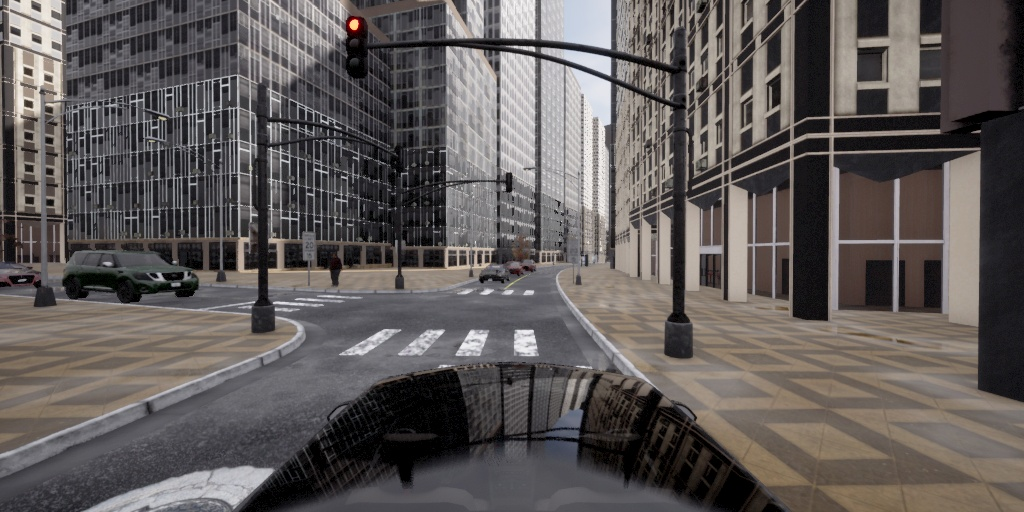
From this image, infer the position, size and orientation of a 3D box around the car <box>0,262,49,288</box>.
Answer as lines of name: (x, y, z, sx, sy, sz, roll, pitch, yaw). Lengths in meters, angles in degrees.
car: (-25.803, 0.981, 18.019, 4.181, 1.385, 1.994, 1, 1, 16)

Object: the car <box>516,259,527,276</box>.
car: (0.127, 1.297, 37.804, 1.882, 1.535, 5.008, 0, 0, 9)

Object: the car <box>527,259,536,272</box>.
car: (1.925, 1.220, 47.778, 2.097, 1.767, 4.553, 0, 0, 11)

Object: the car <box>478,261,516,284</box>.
car: (-1.224, 1.331, 28.096, 2.033, 1.411, 5.357, 0, 0, 7)

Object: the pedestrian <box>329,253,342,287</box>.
pedestrian: (-9.580, 0.716, 19.426, 0.375, 1.860, 0.375, 0, 0, 16)

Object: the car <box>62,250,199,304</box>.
car: (-16.204, 0.777, 15.243, 5.566, 2.045, 2.150, 1, 1, 16)
